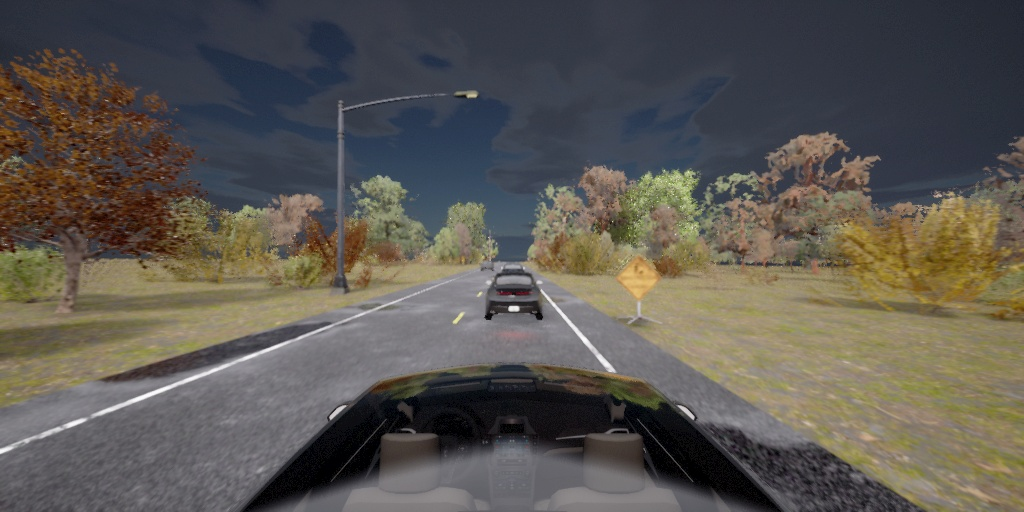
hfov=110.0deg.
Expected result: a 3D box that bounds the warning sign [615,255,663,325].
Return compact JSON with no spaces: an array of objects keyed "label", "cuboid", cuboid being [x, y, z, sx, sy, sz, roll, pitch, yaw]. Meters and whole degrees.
[{"label":"warning sign","cuboid":[3.554,0.894,10.034,1.300,1.860,1.060,0,0,0]}]

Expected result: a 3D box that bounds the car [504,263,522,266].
[{"label":"car","cuboid":[0.089,1.331,29.535,1.882,1.535,5.008,0,0,0]}]

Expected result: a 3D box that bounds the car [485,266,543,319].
[{"label":"car","cuboid":[0.073,1.297,12.997,1.837,1.490,4.892,0,0,0]}]

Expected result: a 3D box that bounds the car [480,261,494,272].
[{"label":"car","cuboid":[-3.544,1.464,51.980,1.837,1.490,4.892,0,-1,0]}]
